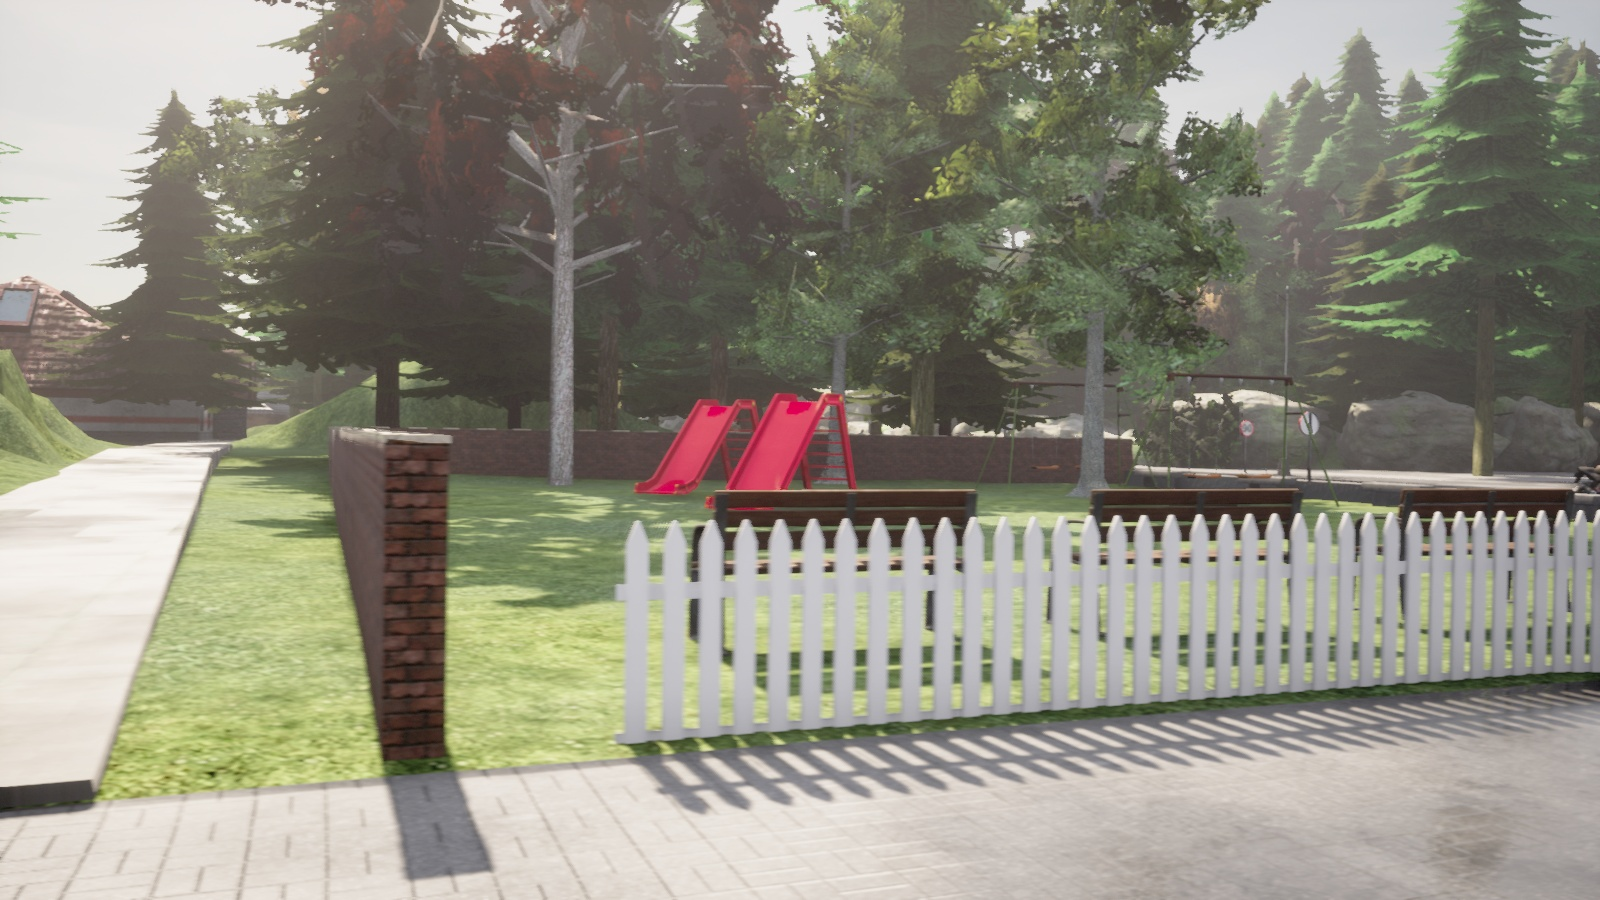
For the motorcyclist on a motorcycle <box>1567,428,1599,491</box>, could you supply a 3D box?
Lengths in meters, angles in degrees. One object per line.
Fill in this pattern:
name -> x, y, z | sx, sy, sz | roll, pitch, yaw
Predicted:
motorcyclist on a motorcycle -> 19.661, 0.229, 30.165 | 0.797, 1.523, 2.044 | -1, 1, -21
